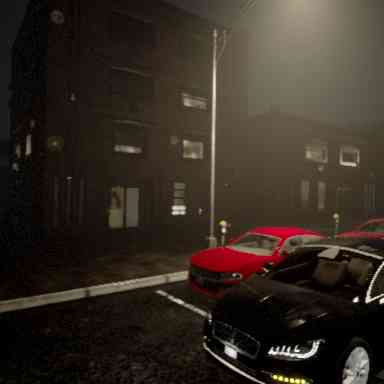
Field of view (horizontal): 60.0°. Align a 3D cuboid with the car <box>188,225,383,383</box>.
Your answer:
[{"bbox_3d":[2.400,1.519,5.078,4.892,1.490,1.837,0,0,-36],"label":"car"}]

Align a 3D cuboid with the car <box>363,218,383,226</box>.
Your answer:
[{"bbox_3d":[6.665,1.580,11.284,4.507,1.381,1.887,0,1,-35],"label":"car"}]

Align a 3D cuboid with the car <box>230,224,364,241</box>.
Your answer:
[{"bbox_3d":[1.992,1.563,8.051,4.507,1.381,1.887,0,1,-35],"label":"car"}]
